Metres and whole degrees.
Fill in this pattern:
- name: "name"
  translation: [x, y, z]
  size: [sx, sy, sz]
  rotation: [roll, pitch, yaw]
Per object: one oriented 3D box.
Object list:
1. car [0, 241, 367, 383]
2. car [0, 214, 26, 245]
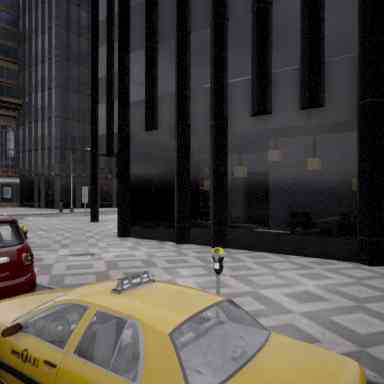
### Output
- name: "car"
  translation: [-0.803, 1.525, 3.524]
  size: [4.829, 1.417, 1.752]
  rotation: [0, 0, 35]
- name: "car"
  translation: [-5.097, 1.314, 6.552]
  size: [5.009, 1.841, 2.192]
  rotation: [0, 0, 35]
